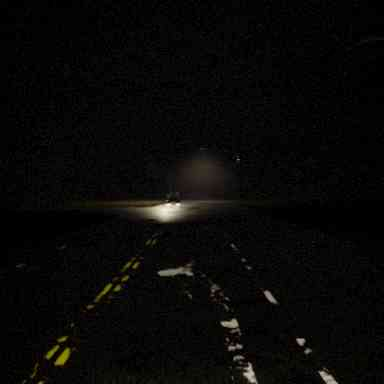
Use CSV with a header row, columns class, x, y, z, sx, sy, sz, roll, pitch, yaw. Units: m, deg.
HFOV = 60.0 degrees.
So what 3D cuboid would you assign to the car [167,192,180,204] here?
class,x,y,z,sx,sy,sz,roll,pitch,yaw
car,-3.360,1.038,60.631,2.150,2.045,5.566,-1,0,0
